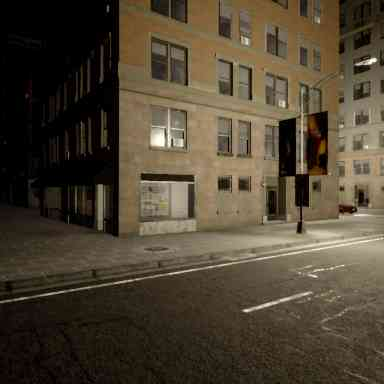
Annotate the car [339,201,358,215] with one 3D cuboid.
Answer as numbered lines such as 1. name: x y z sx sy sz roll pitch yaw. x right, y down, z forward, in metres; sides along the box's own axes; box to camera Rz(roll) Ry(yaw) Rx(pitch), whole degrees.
1. car: 14.709 1.547 34.271 1.994 1.385 4.181 0 0 -35
